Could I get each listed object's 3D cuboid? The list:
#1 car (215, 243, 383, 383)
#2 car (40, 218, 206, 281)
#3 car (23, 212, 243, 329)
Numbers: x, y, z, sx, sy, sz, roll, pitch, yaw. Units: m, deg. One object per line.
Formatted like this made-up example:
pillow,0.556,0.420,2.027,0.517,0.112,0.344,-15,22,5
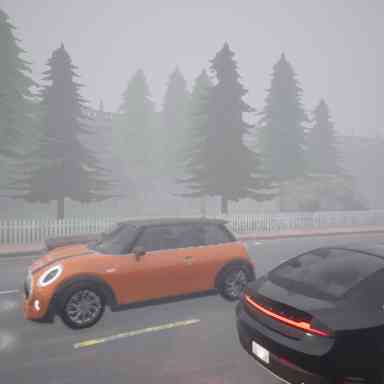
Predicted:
car,2.945,1.504,4.679,4.892,1.490,1.837,0,0,-25
car,-2.102,1.600,10.363,4.718,1.301,1.895,0,0,-27
car,-0.982,1.352,6.942,4.553,1.767,2.097,0,0,-27
